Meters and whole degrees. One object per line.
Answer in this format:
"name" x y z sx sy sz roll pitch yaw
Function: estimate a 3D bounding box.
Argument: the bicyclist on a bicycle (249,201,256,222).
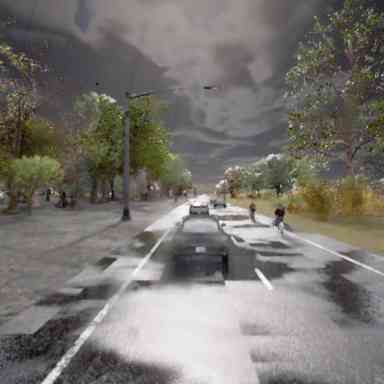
"bicyclist on a bicycle" 4.948 1.593 27.110 0.582 1.620 1.656 0 -1 1

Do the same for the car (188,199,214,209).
"car" 0.661 1.618 31.536 2.128 1.511 4.902 0 0 1

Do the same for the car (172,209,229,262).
"car" 0.306 1.575 12.283 1.812 1.442 4.674 0 0 1

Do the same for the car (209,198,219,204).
"car" 4.840 1.917 73.588 1.895 1.301 4.718 0 0 1

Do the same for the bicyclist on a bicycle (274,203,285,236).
"bicyclist on a bicycle" 4.785 1.476 18.300 0.659 1.776 1.843 0 0 1

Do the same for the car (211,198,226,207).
"car" 4.611 1.814 55.797 1.994 1.385 4.181 0 0 1
